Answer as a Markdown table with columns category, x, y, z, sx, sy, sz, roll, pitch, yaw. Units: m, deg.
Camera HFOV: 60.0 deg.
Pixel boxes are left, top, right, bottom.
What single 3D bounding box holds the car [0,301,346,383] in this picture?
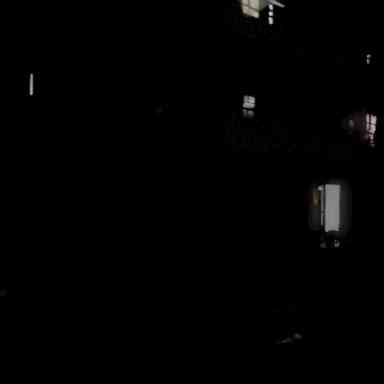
| category | x | y | z | sx | sy | sz | roll | pitch | yaw |
| --- | --- | --- | --- | --- | --- | --- | --- | --- | --- |
| car | -0.886 | 1.532 | 1.852 | 4.313 | 1.339 | 1.947 | 0 | 1 | -34 |
